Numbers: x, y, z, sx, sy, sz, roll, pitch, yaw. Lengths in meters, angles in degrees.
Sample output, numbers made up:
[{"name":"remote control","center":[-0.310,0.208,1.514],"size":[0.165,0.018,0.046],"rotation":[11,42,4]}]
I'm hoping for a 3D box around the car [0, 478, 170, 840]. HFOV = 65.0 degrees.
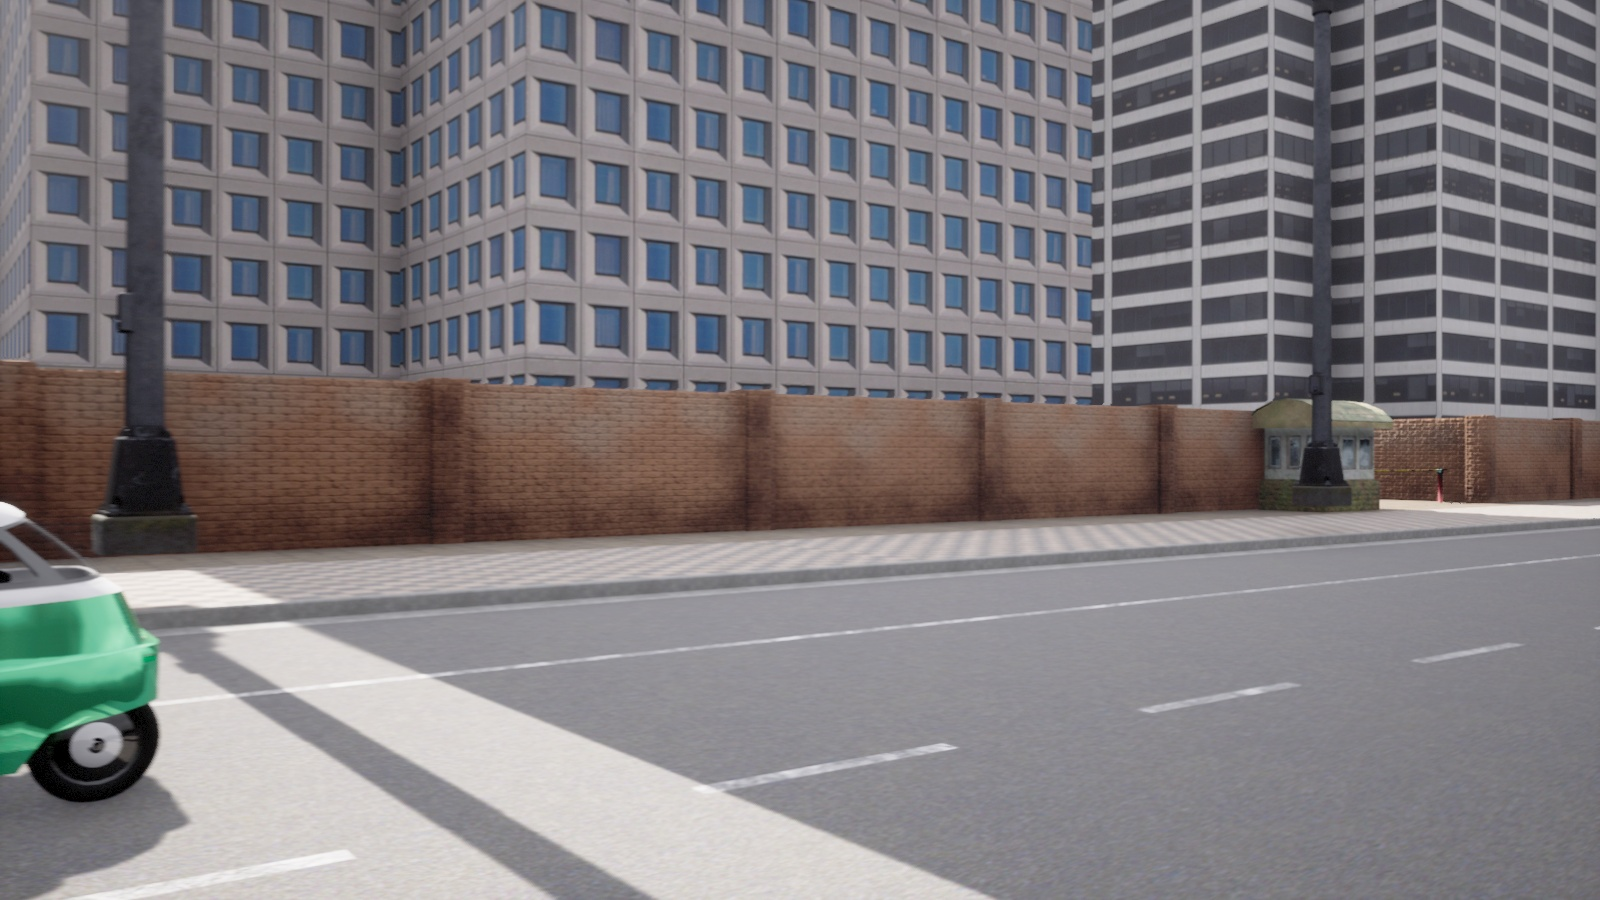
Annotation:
[{"name":"car","center":[-3.947,0.822,5.163],"size":[2.207,1.376,1.481],"rotation":[0,0,-36]}]
